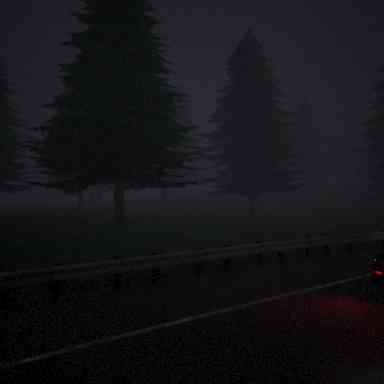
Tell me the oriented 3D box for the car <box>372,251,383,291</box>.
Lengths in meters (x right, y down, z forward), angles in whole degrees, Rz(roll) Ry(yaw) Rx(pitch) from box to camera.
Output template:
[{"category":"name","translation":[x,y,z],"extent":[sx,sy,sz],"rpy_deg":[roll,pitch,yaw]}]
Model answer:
[{"category":"car","translation":[6.079,1.617,7.802],"extent":[4.674,1.442,1.812],"rpy_deg":[1,0,-34]}]
